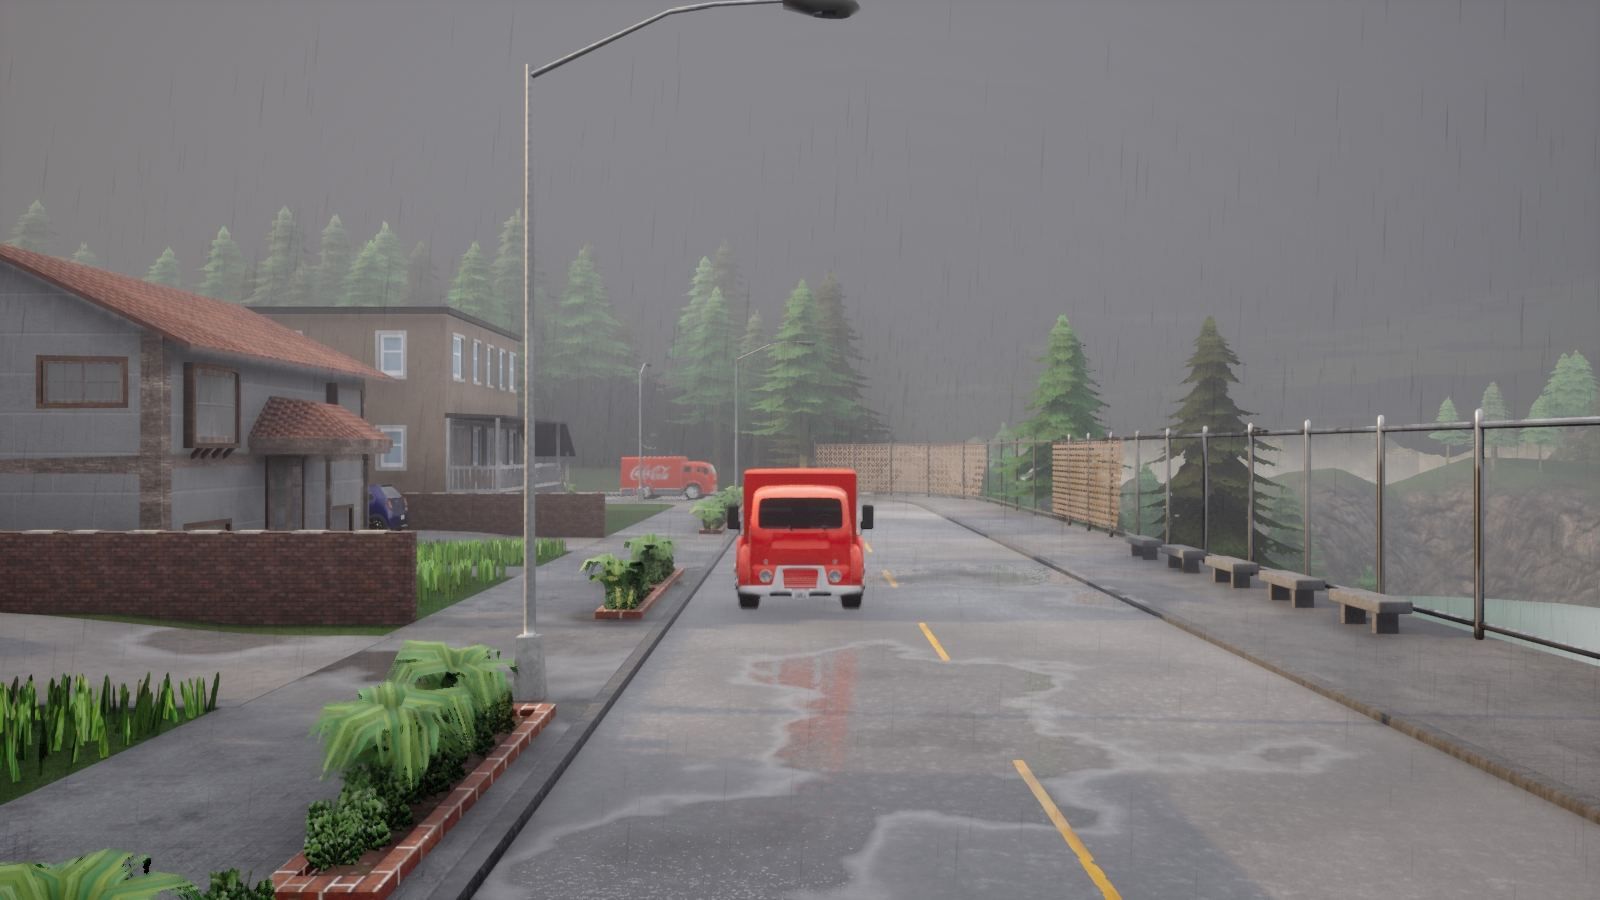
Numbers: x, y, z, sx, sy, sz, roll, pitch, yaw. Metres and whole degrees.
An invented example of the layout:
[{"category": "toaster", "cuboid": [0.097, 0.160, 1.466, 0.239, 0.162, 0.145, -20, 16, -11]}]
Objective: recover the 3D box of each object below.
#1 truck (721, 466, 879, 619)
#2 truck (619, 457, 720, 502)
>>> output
[{"category": "truck", "cuboid": [-0.003, 1.582, 21.608, 2.627, 2.467, 5.204, 0, 0, 0]}, {"category": "truck", "cuboid": [-7.254, 1.608, 63.959, 5.204, 2.467, 2.627, 0, 0, 6]}]
